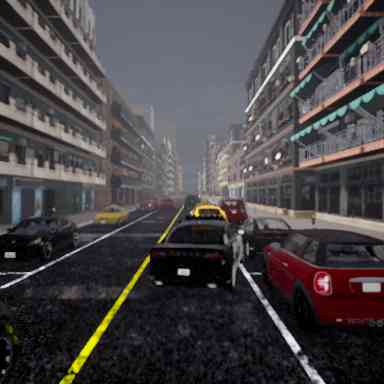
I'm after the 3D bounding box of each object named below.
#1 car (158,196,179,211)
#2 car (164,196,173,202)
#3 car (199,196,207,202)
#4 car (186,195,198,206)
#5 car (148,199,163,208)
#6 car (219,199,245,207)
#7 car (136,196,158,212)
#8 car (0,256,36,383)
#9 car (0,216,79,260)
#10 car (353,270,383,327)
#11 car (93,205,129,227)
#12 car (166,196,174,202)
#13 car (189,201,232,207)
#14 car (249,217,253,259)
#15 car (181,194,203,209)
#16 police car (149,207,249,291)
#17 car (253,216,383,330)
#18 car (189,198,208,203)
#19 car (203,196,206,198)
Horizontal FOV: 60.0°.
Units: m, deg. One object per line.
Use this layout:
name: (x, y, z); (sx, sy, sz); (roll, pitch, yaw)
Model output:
car: (-3.057, 1.603, 43.526); (1.882, 1.535, 5.008); (0, 0, 0)
car: (-5.617, 1.663, 80.216); (1.967, 1.590, 4.097); (0, 0, 0)
car: (2.769, 1.782, 85.841); (1.887, 1.381, 4.507); (0, 0, 0)
car: (0.054, 1.523, 60.416); (2.097, 1.767, 4.553); (0, 0, 0)
car: (-5.643, 1.731, 52.035); (1.802, 1.307, 4.206); (0, 0, 0)
car: (2.714, 1.386, 23.841); (2.192, 1.841, 5.009); (0, 0, 0)
car: (-5.653, 1.558, 40.762); (1.967, 1.590, 4.097); (0, 0, 0)
car: (-3.100, 1.571, 2.327); (1.994, 1.385, 4.181); (0, 0, 0)
car: (-5.679, 1.604, 12.578); (1.947, 1.339, 4.313); (0, 0, 0)
car: (2.692, 1.549, 1.295); (1.887, 1.381, 4.507); (0, 0, 0)
car: (-5.669, 1.596, 23.682); (1.752, 1.417, 4.829); (0, 0, 0)
car: (-5.611, 1.782, 85.853); (1.887, 1.381, 4.507); (0, 0, 0)
car: (0.916, 1.535, 19.066); (1.882, 1.535, 5.008); (0, 0, 0)
car: (2.702, 1.589, 12.567); (2.008, 1.369, 4.403); (0, 0, 0)
car: (0.042, 1.353, 45.641); (2.150, 2.045, 5.566); (0, 0, 0)
police car: (0.395, 1.451, 9.405); (1.930, 1.638, 5.238); (-1, 0, 13)
car: (2.697, 1.462, 6.932); (1.967, 1.590, 4.097); (0, 0, 0)
car: (0.851, 1.531, 25.249); (1.801, 1.575, 5.366); (0, 0, -1)
car: (2.759, 1.734, 74.738); (1.752, 1.417, 4.829); (0, 0, 0)
